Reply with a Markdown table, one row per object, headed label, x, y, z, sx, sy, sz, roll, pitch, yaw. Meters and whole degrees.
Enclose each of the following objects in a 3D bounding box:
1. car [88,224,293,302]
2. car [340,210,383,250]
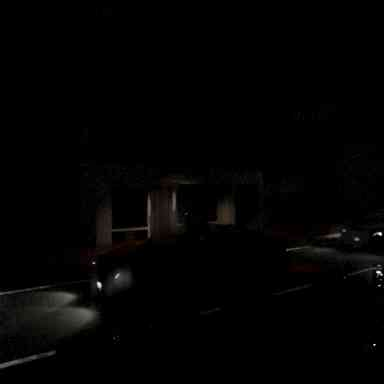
| label | x | y | z | sx | sy | sz | roll | pitch | yaw |
| --- | --- | --- | --- | --- | --- | --- | --- | --- | --- |
| car | 0.250 | 1.543 | 8.445 | 5.357 | 1.411 | 2.033 | 0 | 0 | -35 |
| car | 8.198 | 1.527 | 14.049 | 4.674 | 1.442 | 1.812 | 0 | 0 | -35 |
